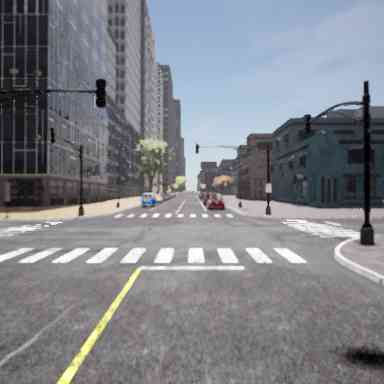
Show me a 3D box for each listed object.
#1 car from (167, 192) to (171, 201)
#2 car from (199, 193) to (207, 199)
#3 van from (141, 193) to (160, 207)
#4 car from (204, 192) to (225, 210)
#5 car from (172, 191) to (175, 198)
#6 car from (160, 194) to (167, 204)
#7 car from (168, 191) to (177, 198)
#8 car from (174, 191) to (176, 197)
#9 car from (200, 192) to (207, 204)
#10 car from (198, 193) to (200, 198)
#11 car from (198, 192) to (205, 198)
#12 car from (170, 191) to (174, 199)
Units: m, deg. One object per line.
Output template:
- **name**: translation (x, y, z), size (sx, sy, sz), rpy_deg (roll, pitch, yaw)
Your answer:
- **car**: translation (-5.654, 1.127, 66.323), size (1.802, 1.307, 4.206), rpy_deg (1, 0, 0)
- **car**: translation (2.731, 0.993, 83.381), size (1.947, 1.339, 4.313), rpy_deg (1, 0, 0)
- **van**: translation (-5.658, 1.043, 43.626), size (1.690, 1.788, 3.998), rpy_deg (1, 0, 0)
- **car**: translation (2.718, 1.181, 37.989), size (1.967, 1.590, 4.097), rpy_deg (1, 0, 0)
- **car**: translation (-5.650, 1.032, 77.671), size (1.947, 1.339, 4.313), rpy_deg (1, 0, 0)
- **car**: translation (-5.657, 1.150, 54.805), size (1.752, 1.417, 4.829), rpy_deg (1, 0, 0)
- **car**: translation (-5.640, 0.663, 94.691), size (2.192, 1.841, 5.009), rpy_deg (1, 0, 0)
- **car**: translation (-5.646, 0.938, 89.018), size (2.008, 1.369, 4.403), rpy_deg (1, 0, 0)
- **car**: translation (2.724, 0.978, 49.336), size (2.192, 1.841, 5.009), rpy_deg (1, 0, 0)
- **car**: translation (2.732, 0.821, 72.031), size (2.192, 1.841, 5.009), rpy_deg (1, 0, 0)
- **car**: translation (2.737, 0.788, 94.727), size (1.967, 1.590, 4.097), rpy_deg (1, 0, 0)
- **car**: translation (-5.652, 1.072, 71.997), size (1.947, 1.339, 4.313), rpy_deg (1, 0, 0)
